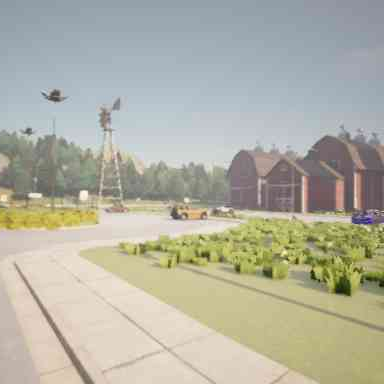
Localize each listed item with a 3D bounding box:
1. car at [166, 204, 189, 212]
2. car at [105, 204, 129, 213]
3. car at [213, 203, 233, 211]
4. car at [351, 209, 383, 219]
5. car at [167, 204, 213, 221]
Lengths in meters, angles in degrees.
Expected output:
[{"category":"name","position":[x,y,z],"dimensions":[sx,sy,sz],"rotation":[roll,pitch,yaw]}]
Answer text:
[{"category":"car","position":[-2.890,3.145,65.330],"dimensions":[4.193,1.474,1.816],"rotation":[2,-2,-33]},{"category":"car","position":[-12.933,2.852,57.206],"dimensions":[3.905,1.438,1.784],"rotation":[2,-2,-33]},{"category":"car","position":[5.063,2.772,54.433],"dimensions":[3.866,1.878,1.905],"rotation":[2,-2,-33]},{"category":"car","position":[18.487,2.592,34.290],"dimensions":[4.611,1.667,2.242],"rotation":[2,-2,-33]},{"category":"car","position":[-0.313,2.324,38.609],"dimensions":[4.605,1.855,1.932],"rotation":[2,-2,-33]}]
